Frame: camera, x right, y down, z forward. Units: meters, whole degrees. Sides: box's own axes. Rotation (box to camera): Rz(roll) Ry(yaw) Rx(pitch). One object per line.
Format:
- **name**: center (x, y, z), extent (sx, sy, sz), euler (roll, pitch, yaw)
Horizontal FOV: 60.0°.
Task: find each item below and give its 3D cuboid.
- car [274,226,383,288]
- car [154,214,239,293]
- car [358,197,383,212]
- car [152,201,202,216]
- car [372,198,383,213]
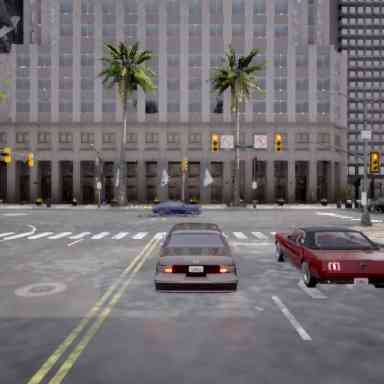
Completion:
- **car**: center (3.643, 1.601, 9.244), extent (1.895, 1.301, 4.718), euler (0, 0, 2)
- **car**: center (0.097, 1.547, 8.977), extent (2.033, 1.411, 5.357), euler (0, 0, 0)
- **car**: center (21.401, 1.352, 37.817), extent (4.553, 1.767, 2.097), euler (0, 0, 0)
- **car**: center (-1.368, 1.526, 30.736), extent (4.674, 1.442, 1.812), euler (0, 0, 0)
- **car**: center (21.667, 1.601, 34.315), extent (4.718, 1.301, 1.895), euler (0, 0, 0)
